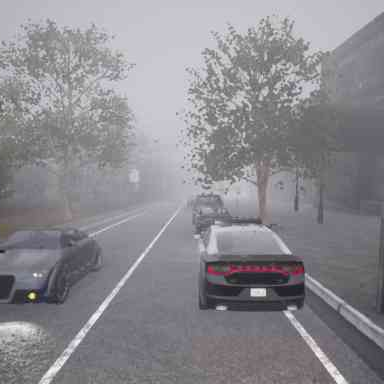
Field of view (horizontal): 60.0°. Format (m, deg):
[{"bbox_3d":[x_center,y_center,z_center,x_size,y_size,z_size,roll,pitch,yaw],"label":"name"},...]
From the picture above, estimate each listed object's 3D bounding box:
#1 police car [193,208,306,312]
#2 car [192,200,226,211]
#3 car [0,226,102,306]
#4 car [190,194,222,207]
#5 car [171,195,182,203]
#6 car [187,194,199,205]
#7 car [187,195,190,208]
[{"bbox_3d":[1.076,1.410,7.937,1.930,1.638,5.238,0,0,0],"label":"police car"},{"bbox_3d":[1.105,1.444,17.875,1.882,1.535,5.008,0,0,0],"label":"car"},{"bbox_3d":[-3.574,1.549,7.944,1.994,1.385,4.181,0,0,0],"label":"car"},{"bbox_3d":[1.124,1.178,23.927,2.150,2.045,5.566,0,0,0],"label":"car"},{"bbox_3d":[-3.033,1.377,65.055,1.837,1.490,4.892,0,0,3],"label":"car"},{"bbox_3d":[0.187,1.242,58.143,2.097,1.767,4.553,0,0,1],"label":"car"},{"bbox_3d":[0.226,1.513,45.892,1.895,1.301,4.718,0,0,0],"label":"car"}]
